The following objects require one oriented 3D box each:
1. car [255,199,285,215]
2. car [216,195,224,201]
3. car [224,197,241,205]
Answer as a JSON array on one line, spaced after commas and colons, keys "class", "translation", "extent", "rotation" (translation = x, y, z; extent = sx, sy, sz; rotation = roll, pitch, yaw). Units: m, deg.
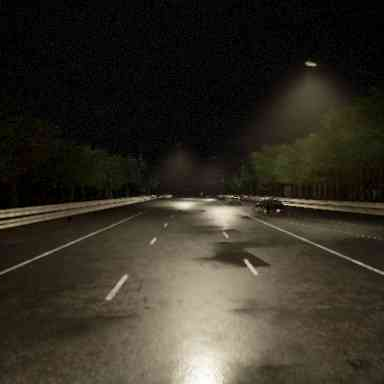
[{"class": "car", "translation": [7.678, 1.457, 32.993], "extent": [1.837, 1.490, 4.892], "rotation": [0, 0, -6]}, {"class": "car", "translation": [7.069, 1.475, 83.235], "extent": [2.128, 1.511, 4.902], "rotation": [0, 0, 0]}, {"class": "car", "translation": [7.000, 1.516, 55.835], "extent": [1.895, 1.301, 4.718], "rotation": [0, 0, 0]}]
